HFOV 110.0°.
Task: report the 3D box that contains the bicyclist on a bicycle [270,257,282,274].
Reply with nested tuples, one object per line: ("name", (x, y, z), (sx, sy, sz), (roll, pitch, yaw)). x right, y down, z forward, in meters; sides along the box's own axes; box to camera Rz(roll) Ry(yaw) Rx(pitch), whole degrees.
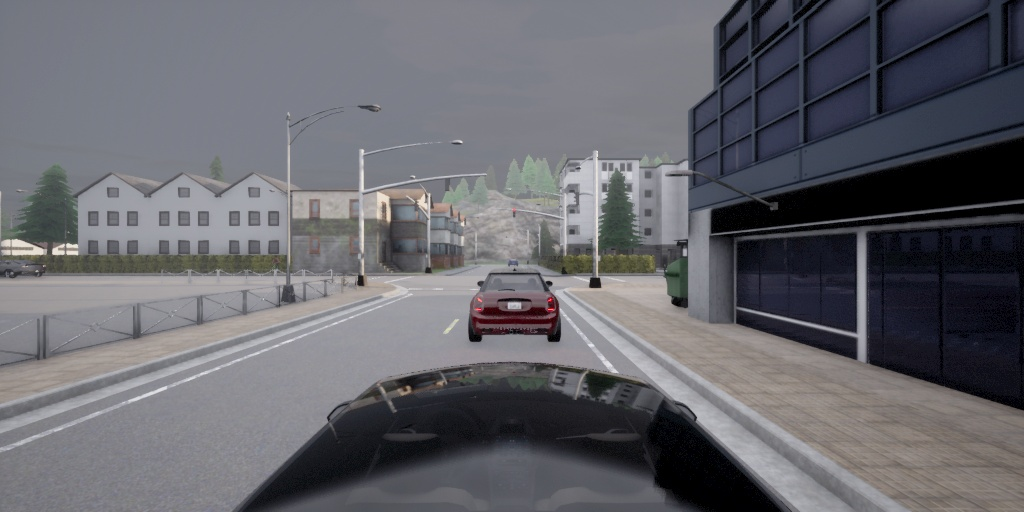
("bicyclist on a bicycle", (-22.226, 0.874, 33.761), (0.582, 1.620, 1.656), (0, 0, 0))

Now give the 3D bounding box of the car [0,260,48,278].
("car", (-42.115, 1.065, 30.001), (4.902, 1.511, 2.128), (0, 0, 0))

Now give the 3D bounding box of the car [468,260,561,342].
("car", (0.081, 1.102, 9.928), (2.097, 1.767, 4.553), (0, 0, 1))
